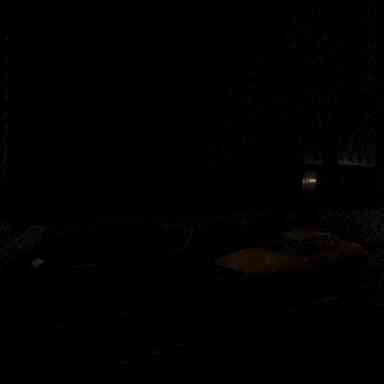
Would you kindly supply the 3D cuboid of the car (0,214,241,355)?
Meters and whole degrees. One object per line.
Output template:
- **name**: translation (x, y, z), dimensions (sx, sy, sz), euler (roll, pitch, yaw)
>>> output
- **car**: translation (-1.853, 1.332, 5.330), dimensions (5.009, 1.841, 2.192), euler (1, -1, -35)

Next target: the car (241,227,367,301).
- **car**: translation (2.600, 1.602, 8.504), dimensions (4.829, 1.417, 1.752), euler (1, -1, -35)
